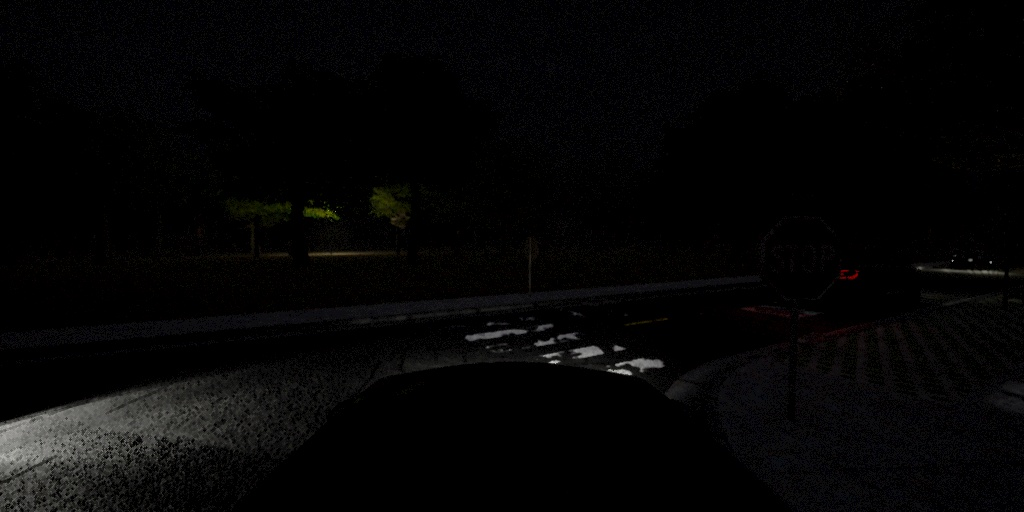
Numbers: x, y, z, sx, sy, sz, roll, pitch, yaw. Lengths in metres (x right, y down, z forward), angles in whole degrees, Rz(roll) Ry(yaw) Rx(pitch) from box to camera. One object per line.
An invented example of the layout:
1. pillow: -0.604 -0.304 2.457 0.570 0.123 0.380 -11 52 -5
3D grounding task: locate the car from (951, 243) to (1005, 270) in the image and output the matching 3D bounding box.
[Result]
1. car: 37.615 -0.049 28.767 5.566 2.045 2.150 -1 2 -28

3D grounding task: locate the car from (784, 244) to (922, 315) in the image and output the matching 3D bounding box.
1. car: 11.140 0.606 11.834 5.566 2.045 2.150 -1 2 -28
